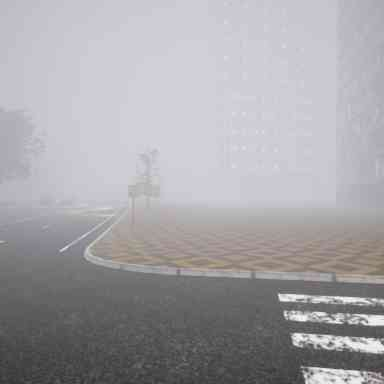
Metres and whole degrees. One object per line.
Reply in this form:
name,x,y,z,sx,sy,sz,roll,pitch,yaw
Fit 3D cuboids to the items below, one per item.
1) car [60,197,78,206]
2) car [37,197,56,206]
car,-18.987,1.447,51.555,1.994,1.385,4.181,0,0,-10
car,-22.187,1.421,50.983,1.994,1.385,4.181,0,0,-10
